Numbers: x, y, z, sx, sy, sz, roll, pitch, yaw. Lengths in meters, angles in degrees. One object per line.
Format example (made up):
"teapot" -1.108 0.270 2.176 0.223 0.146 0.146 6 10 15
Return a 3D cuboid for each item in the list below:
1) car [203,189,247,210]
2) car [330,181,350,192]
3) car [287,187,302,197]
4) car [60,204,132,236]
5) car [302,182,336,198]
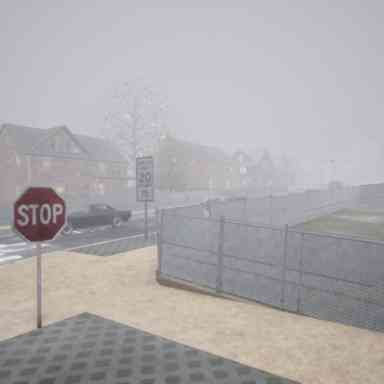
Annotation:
"car" 2.796 0.538 27.766 2.097 1.767 4.553 -1 1 36
"car" 21.180 -0.604 47.935 2.150 2.045 5.566 -1 1 36
"car" 13.568 0.108 42.288 1.994 1.385 4.181 -1 1 37
"car" -5.395 1.286 16.699 1.895 1.301 4.718 -1 1 38
"car" 15.285 -0.005 39.847 1.882 1.535 5.008 -1 1 37
